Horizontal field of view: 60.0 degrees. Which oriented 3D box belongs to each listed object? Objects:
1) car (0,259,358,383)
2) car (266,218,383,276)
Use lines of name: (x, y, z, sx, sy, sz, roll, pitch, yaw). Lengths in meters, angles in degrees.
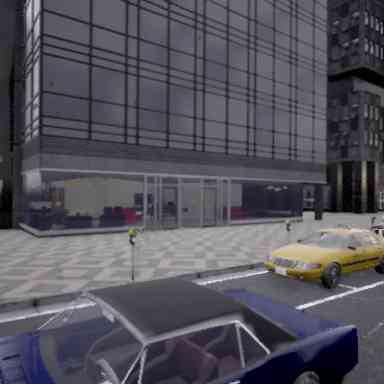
car: (-0.615, 1.613, 2.940, 4.718, 1.301, 1.895, 1, 0, -36)
car: (4.123, 1.625, 9.478, 4.829, 1.417, 1.752, 1, -1, -36)
